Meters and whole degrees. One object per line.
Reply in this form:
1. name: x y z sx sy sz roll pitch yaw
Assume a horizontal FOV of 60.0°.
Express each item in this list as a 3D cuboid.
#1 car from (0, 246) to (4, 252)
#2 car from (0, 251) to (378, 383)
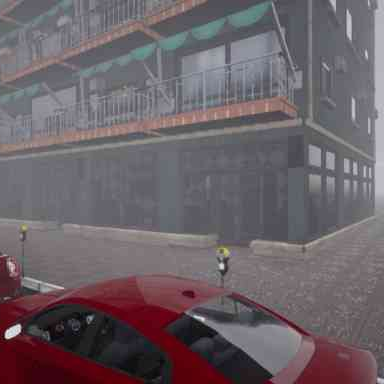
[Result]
1. car: -5.219 1.440 6.610 4.097 1.590 1.967 0 0 36
2. car: -0.634 1.545 3.331 4.507 1.381 1.887 0 0 36
